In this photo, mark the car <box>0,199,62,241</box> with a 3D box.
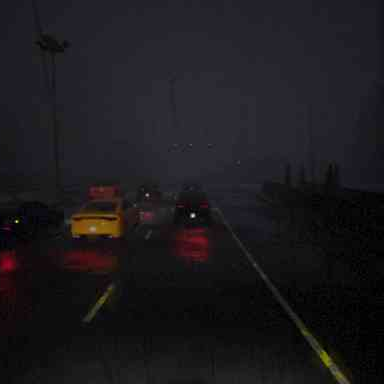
[{"bbox_3d":[-6.941,1.026,13.760,1.812,1.442,4.674,0,4,0],"label":"car"}]

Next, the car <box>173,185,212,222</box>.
[{"bbox_3d":[0.036,0.671,18.219,1.837,1.490,4.892,0,5,0],"label":"car"}]

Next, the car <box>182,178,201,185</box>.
[{"bbox_3d":[-0.057,-0.711,34.219,1.812,1.442,4.674,0,5,0],"label":"car"}]

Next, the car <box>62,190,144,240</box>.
[{"bbox_3d":[-3.442,0.963,13.980,1.882,1.535,5.008,0,4,0],"label":"car"}]

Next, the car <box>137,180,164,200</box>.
[{"bbox_3d":[-3.523,-0.223,28.452,1.837,1.490,4.892,0,5,0],"label":"car"}]

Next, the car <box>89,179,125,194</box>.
[{"bbox_3d":[-7.018,-0.329,27.886,2.097,1.767,4.553,0,5,0],"label":"car"}]
